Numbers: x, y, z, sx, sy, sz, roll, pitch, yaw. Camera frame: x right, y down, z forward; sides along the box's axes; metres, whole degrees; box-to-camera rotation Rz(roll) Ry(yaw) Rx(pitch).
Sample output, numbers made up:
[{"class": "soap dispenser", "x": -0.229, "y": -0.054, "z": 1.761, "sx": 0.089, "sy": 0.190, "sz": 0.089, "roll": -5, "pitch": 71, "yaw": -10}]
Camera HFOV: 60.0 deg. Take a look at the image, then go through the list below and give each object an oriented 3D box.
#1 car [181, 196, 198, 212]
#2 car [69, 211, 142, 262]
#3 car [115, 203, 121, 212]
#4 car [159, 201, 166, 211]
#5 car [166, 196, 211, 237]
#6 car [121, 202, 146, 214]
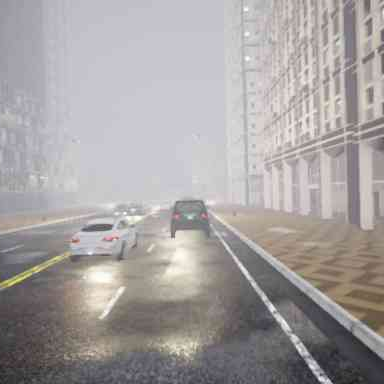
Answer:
[{"class": "car", "x": -0.349, "y": 1.612, "z": 45.715, "sx": 2.150, "sy": 2.045, "sz": 5.566, "roll": -2, "pitch": 0, "yaw": -1}, {"class": "car", "x": -3.298, "y": 1.730, "z": 13.006, "sx": 1.812, "sy": 1.442, "sz": 4.674, "roll": -2, "pitch": -1, "yaw": -1}, {"class": "car", "x": -10.240, "y": 2.261, "z": 49.953, "sx": 1.994, "sy": 1.385, "sz": 4.181, "roll": -2, "pitch": -1, "yaw": 0}, {"class": "car", "x": -3.613, "y": 2.026, "z": 48.290, "sx": 1.812, "sy": 1.442, "sz": 4.674, "roll": -2, "pitch": -1, "yaw": -1}, {"class": "car", "x": -0.117, "y": 1.394, "z": 19.516, "sx": 2.150, "sy": 2.045, "sz": 5.566, "roll": -2, "pitch": 0, "yaw": -1}, {"class": "car", "x": -6.975, "y": 2.032, "z": 41.590, "sx": 2.128, "sy": 1.511, "sz": 4.902, "roll": -2, "pitch": -1, "yaw": 0}]
